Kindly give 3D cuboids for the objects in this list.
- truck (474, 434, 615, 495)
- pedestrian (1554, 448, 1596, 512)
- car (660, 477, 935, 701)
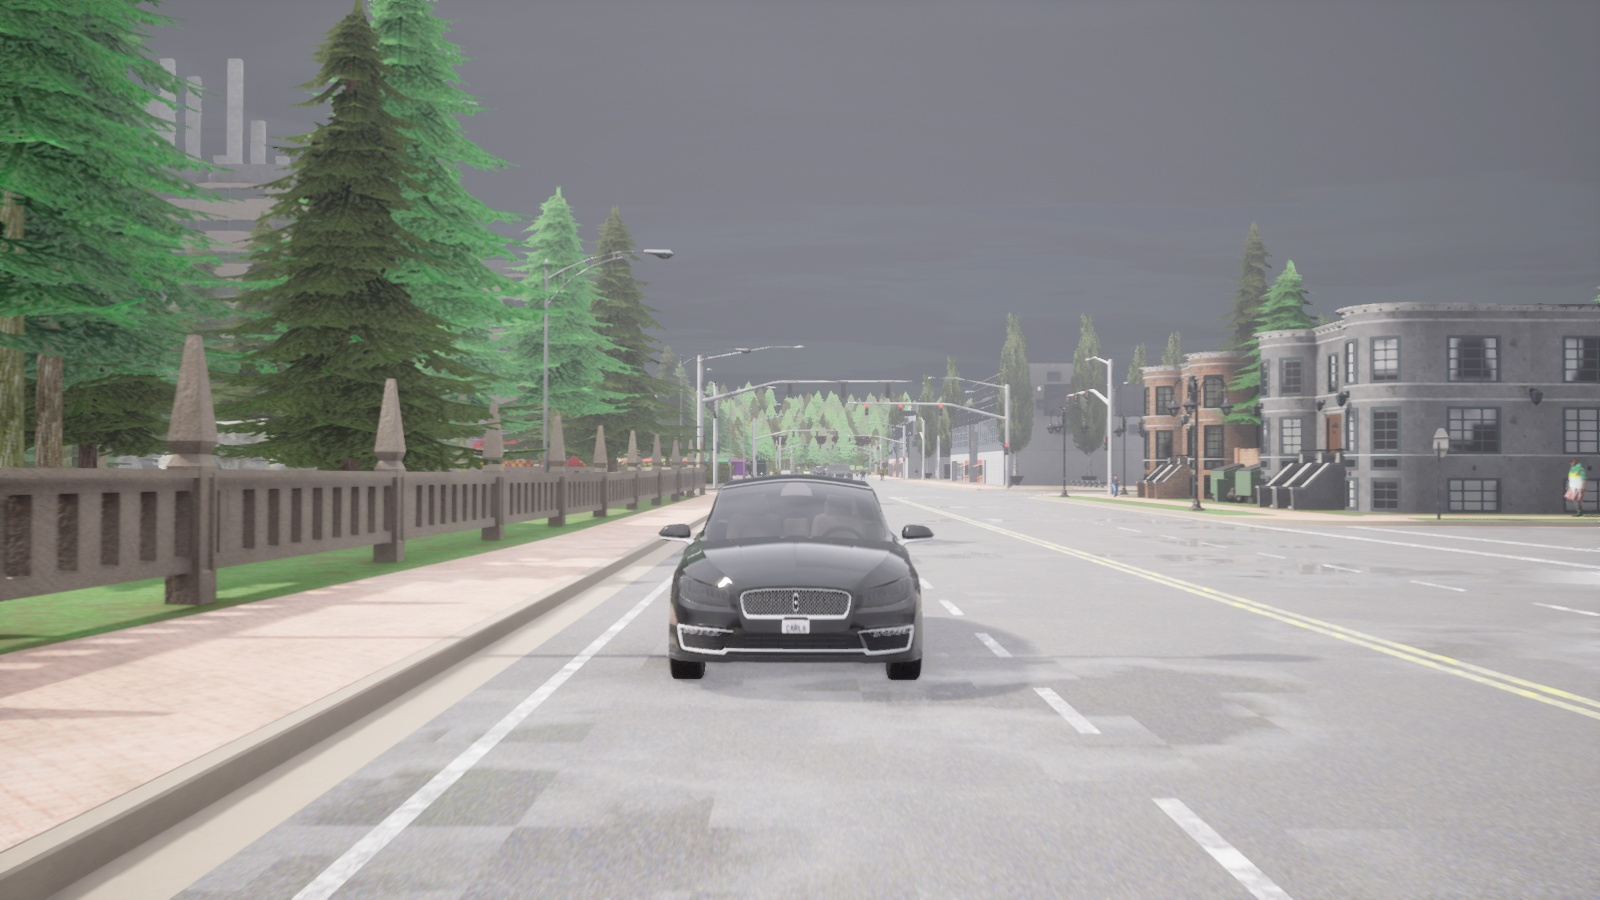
[{"bbox_3d":[-16.304,0.923,80.588,8.468,3.827,2.891,0,-1,0],"label":"truck"},{"bbox_3d":[23.747,0.923,38.488,0.873,1.952,0.659,0,-1,7],"label":"pedestrian"},{"bbox_3d":[-0.024,0.981,10.857,1.837,1.490,4.892,0,-1,0],"label":"car"}]
